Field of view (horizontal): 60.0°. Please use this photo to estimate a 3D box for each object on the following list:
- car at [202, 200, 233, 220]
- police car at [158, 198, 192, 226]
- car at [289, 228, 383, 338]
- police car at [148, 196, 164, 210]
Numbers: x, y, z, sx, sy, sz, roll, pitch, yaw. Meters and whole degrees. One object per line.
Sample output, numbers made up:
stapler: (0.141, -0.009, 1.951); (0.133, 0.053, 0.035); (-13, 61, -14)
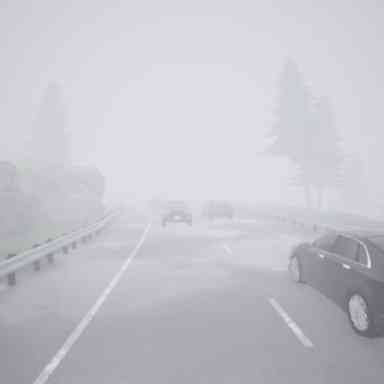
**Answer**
car: (1.957, 1.373, 26.531); (2.128, 1.511, 4.902); (0, 0, -7)
police car: (-1.134, 1.407, 22.850); (2.038, 1.542, 4.974); (0, 0, -6)
car: (3.424, 1.471, 6.537); (1.837, 1.490, 4.892); (0, 0, -2)
police car: (-4.295, 1.255, 40.881); (1.930, 1.638, 5.238); (0, 0, -14)
